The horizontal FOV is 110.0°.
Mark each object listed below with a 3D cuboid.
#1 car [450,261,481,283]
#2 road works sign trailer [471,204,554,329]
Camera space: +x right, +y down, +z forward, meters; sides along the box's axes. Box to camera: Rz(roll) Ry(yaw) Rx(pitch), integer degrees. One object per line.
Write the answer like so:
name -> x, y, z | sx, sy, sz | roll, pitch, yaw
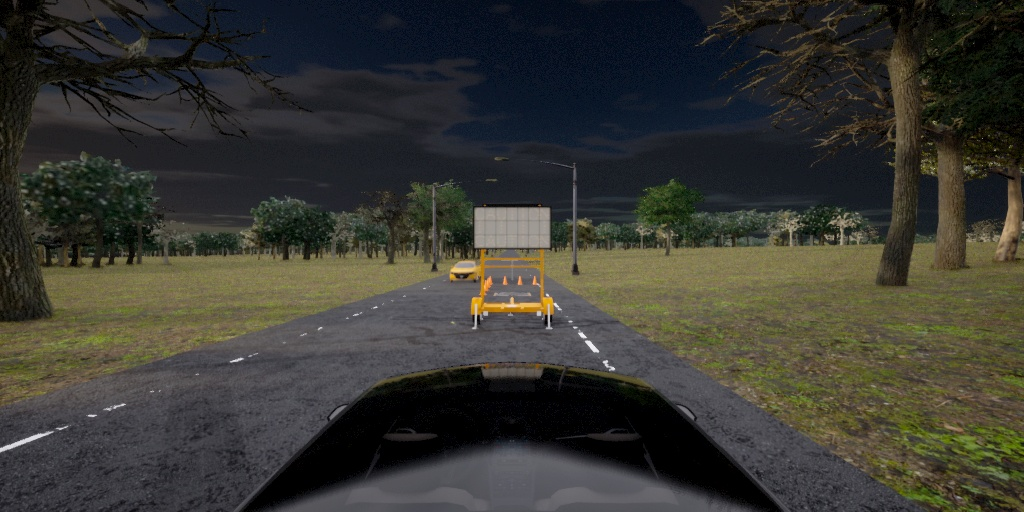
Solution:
car -> -3.469, 1.138, 27.250 | 1.882, 1.535, 5.008 | 0, 0, 0
road works sign trailer -> 0.011, 0.197, 11.139 | 2.380, 3.560, 2.880 | 0, 0, 0
